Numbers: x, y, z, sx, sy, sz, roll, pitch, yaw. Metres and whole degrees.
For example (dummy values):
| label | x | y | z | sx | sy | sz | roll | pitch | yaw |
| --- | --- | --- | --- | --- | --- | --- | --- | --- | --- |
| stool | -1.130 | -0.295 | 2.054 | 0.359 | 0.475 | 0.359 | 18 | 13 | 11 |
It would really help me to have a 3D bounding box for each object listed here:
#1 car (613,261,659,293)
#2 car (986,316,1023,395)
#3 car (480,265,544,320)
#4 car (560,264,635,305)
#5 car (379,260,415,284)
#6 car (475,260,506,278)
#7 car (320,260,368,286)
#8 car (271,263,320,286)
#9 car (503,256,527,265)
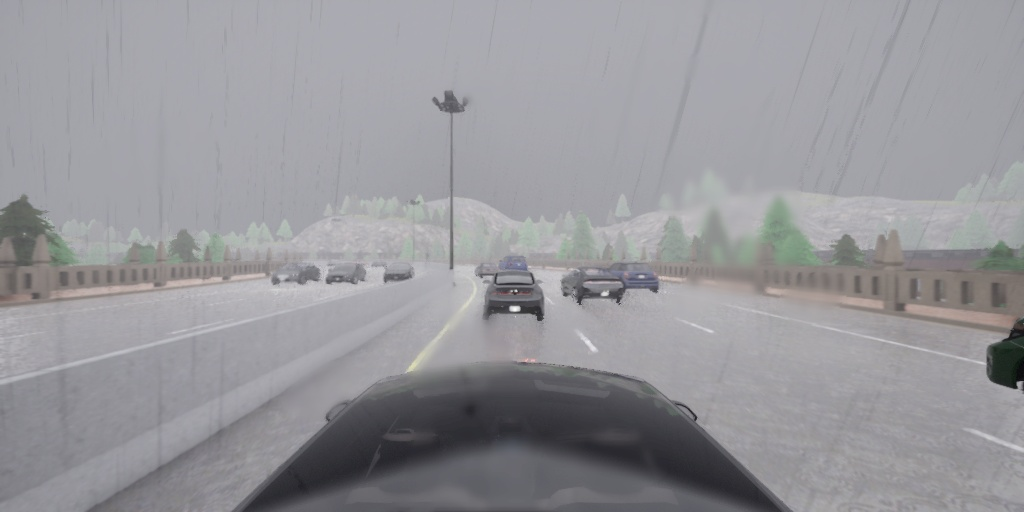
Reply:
| label | x | y | z | sx | sy | sz | roll | pitch | yaw |
| --- | --- | --- | --- | --- | --- | --- | --- | --- | --- |
| car | 6.578 | 1.095 | 20.809 | 2.097 | 1.767 | 4.553 | 0 | 0 | -5 |
| car | 7.100 | 0.971 | 2.071 | 2.150 | 2.045 | 5.566 | 0 | 0 | 0 |
| car | 0.034 | 1.249 | 12.593 | 1.837 | 1.490 | 4.892 | 0 | 0 | -1 |
| car | 3.407 | 1.235 | 16.035 | 2.128 | 1.511 | 4.902 | 0 | 0 | -3 |
| car | -8.499 | 1.234 | 27.325 | 1.882 | 1.535 | 5.008 | 0 | 0 | -10 |
| car | -2.350 | 1.306 | 33.656 | 2.033 | 1.411 | 5.357 | 0 | 0 | -13 |
| car | -11.782 | 1.262 | 25.777 | 1.837 | 1.490 | 4.892 | 0 | 0 | -10 |
| car | -15.296 | 1.252 | 25.655 | 2.128 | 1.511 | 4.902 | 0 | 0 | -10 |
| car | 0.024 | 0.983 | 38.523 | 2.150 | 2.045 | 5.566 | 0 | 0 | -15 |
